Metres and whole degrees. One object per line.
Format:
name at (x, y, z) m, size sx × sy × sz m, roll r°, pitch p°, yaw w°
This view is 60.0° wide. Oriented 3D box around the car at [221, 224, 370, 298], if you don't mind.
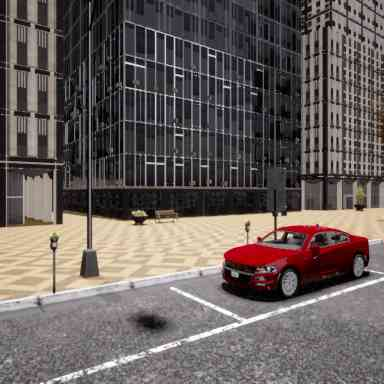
car at (2.764, 1.545, 8.512) m, size 4.507 × 1.381 × 1.887 m, roll 0°, pitch 0°, yaw -35°
